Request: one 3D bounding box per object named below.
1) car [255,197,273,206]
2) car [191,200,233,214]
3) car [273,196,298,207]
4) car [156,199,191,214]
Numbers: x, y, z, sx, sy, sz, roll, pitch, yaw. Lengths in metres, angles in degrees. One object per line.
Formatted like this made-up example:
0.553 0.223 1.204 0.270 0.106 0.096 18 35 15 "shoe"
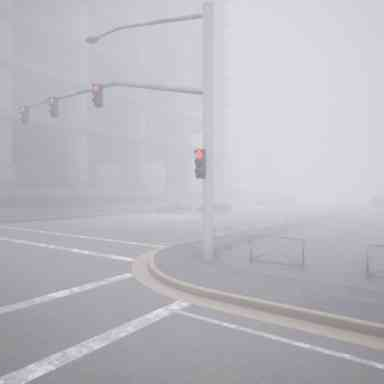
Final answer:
11.583 1.502 52.976 1.994 1.385 4.181 0 0 36 "car"
2.274 1.539 34.094 1.895 1.301 4.718 0 0 36 "car"
14.737 1.419 51.355 1.882 1.535 5.008 0 0 36 "car"
-1.725 1.463 34.492 1.812 1.442 4.674 0 0 35 "car"
